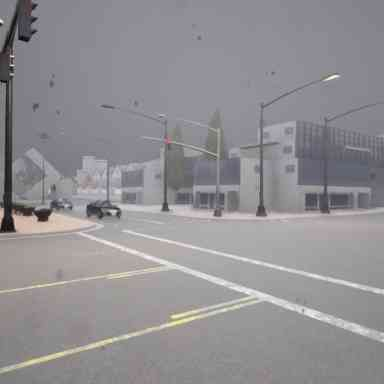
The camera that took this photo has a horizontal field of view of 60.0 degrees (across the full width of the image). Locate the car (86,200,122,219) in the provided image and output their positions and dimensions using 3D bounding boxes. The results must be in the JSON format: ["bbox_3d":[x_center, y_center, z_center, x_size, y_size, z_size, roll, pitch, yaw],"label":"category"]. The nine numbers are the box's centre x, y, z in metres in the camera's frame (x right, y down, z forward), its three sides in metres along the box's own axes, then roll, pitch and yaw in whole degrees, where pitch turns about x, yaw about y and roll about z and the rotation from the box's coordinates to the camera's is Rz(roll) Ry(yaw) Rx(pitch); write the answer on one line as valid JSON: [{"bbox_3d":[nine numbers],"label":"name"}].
[{"bbox_3d":[-7.743,1.501,28.912,2.128,1.511,4.902,1,0,-35],"label":"car"}]

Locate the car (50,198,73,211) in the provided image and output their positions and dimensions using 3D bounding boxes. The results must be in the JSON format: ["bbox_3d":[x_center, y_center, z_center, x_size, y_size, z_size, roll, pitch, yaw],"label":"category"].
[{"bbox_3d":[-16.040,1.499,40.845,2.128,1.511,4.902,1,0,-35],"label":"car"}]
